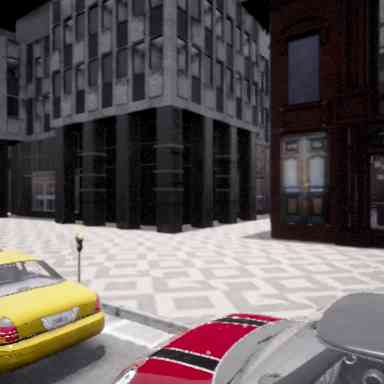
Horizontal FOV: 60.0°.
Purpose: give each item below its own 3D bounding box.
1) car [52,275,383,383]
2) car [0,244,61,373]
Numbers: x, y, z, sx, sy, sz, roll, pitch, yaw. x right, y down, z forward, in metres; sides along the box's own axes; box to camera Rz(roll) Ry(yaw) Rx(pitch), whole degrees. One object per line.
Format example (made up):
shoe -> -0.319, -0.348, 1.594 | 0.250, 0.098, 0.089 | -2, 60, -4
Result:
car -> 1.219, 1.440, 2.091 | 4.097, 1.590, 1.967 | 0, 0, 36
car -> -3.507, 1.546, 5.464 | 4.829, 1.417, 1.752 | 0, 0, 36
